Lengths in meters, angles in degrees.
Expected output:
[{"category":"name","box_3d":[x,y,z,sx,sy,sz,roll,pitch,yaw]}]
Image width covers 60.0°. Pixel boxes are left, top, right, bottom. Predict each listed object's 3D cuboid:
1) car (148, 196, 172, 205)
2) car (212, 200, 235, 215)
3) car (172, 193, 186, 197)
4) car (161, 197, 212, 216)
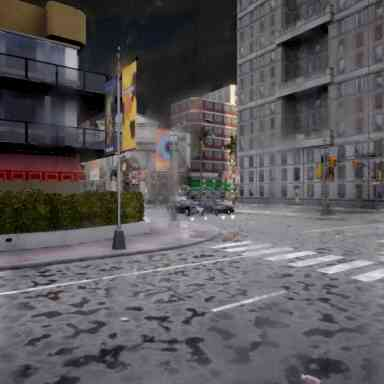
[{"category":"car","box_3d":[-6.266,1.505,59.597,1.837,1.490,4.892,0,0,-44]},{"category":"car","box_3d":[2.039,1.547,34.455,2.033,1.411,5.357,0,0,-35]},{"category":"car","box_3d":[-2.554,1.221,62.282,2.150,2.045,5.566,0,0,-15]},{"category":"car","box_3d":[-0.645,1.492,32.190,2.128,1.511,4.902,0,0,-35]}]
